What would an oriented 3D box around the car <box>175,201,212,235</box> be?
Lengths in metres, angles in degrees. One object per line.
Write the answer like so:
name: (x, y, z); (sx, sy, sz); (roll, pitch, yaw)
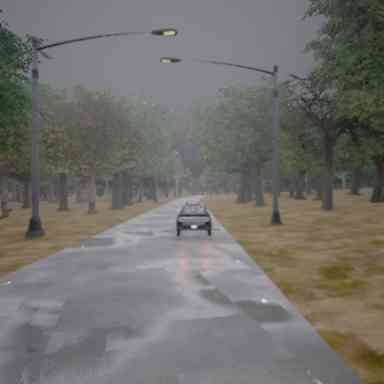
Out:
car: (0.100, 1.490, 18.721); (2.128, 1.511, 4.902); (0, 0, 0)
